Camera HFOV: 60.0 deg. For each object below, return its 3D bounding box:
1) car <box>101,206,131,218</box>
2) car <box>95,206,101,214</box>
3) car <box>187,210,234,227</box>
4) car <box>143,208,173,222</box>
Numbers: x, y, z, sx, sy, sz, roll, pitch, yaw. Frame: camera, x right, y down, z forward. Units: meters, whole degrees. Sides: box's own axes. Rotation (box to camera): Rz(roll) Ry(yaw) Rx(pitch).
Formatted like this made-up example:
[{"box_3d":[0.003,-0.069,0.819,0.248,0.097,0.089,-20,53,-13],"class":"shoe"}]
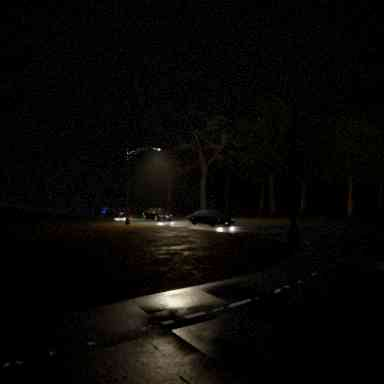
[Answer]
[{"box_3d":[-11.338,2.995,49.308,2.128,1.511,4.902,1,-2,-33],"class":"car"},{"box_3d":[-17.598,3.514,65.369,1.882,1.535,5.008,1,-2,-33],"class":"car"},{"box_3d":[1.524,2.283,29.707,2.033,1.411,5.357,0,-2,-30],"class":"car"},{"box_3d":[-3.985,2.579,38.063,1.837,1.490,4.892,1,-2,-33],"class":"car"}]
